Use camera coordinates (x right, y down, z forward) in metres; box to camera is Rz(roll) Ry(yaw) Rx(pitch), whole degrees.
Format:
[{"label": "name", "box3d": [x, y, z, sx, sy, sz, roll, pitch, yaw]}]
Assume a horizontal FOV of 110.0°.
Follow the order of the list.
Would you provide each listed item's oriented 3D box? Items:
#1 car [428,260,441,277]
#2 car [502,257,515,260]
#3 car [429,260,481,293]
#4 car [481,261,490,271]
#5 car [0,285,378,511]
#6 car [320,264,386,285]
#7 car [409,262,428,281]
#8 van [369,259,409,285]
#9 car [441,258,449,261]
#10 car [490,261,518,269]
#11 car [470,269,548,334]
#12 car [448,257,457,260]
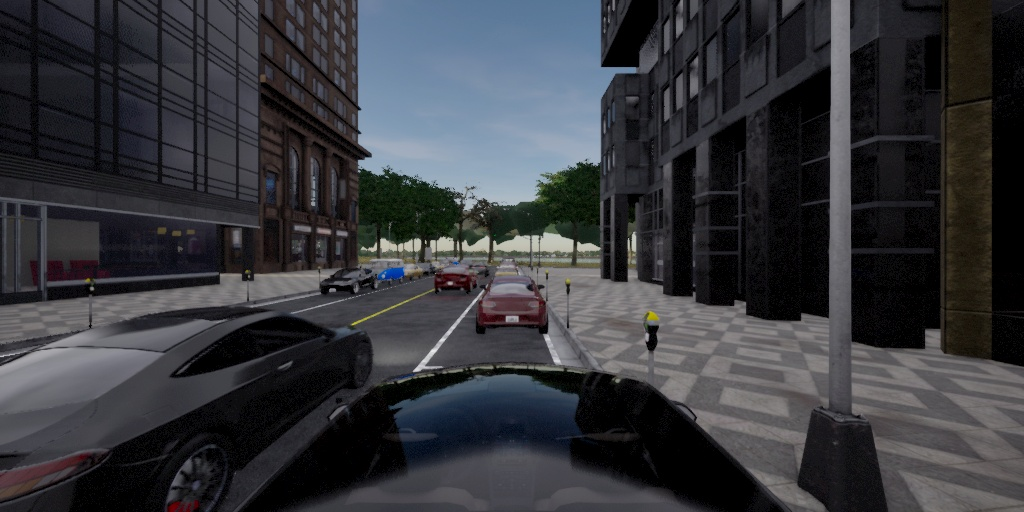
[{"label": "car", "box3d": [-8.908, 1.322, 36.298, 1.948, 1.339, 4.313, 0, 0, 0]}, {"label": "car", "box3d": [-0.383, 1.196, 36.298, 1.967, 1.591, 4.097, 0, 0, 0]}, {"label": "car", "box3d": [-3.119, 1.229, 20.711, 1.882, 1.535, 5.008, 0, 0, 1]}, {"label": "car", "box3d": [-3.127, 1.249, 34.984, 2.128, 1.511, 4.902, 0, 0, 0]}, {"label": "car", "box3d": [-3.147, 1.275, 3.868, 1.812, 1.442, 4.674, 0, 0, 0]}, {"label": "car", "box3d": [-8.908, 1.317, 19.986, 1.948, 1.339, 4.313, 0, 0, 0]}, {"label": "car", "box3d": [-8.908, 1.280, 30.691, 1.751, 1.417, 4.829, 0, 0, 0]}, {"label": "van", "box3d": [-8.908, 1.093, 25.423, 1.690, 1.789, 3.998, 0, 0, 0]}, {"label": "car", "box3d": [-8.908, 1.284, 41.566, 1.751, 1.417, 4.829, 0, 0, 0]}, {"label": "car", "box3d": [-0.383, 1.278, 25.593, 1.751, 1.417, 4.829, 0, 0, 0]}, {"label": "car", "box3d": [0.003, 1.276, 10.500, 1.812, 1.442, 4.674, 0, 0, 0]}, {"label": "car", "box3d": [-8.908, 1.201, 47.173, 1.967, 1.591, 4.097, 0, 0, 0]}]
